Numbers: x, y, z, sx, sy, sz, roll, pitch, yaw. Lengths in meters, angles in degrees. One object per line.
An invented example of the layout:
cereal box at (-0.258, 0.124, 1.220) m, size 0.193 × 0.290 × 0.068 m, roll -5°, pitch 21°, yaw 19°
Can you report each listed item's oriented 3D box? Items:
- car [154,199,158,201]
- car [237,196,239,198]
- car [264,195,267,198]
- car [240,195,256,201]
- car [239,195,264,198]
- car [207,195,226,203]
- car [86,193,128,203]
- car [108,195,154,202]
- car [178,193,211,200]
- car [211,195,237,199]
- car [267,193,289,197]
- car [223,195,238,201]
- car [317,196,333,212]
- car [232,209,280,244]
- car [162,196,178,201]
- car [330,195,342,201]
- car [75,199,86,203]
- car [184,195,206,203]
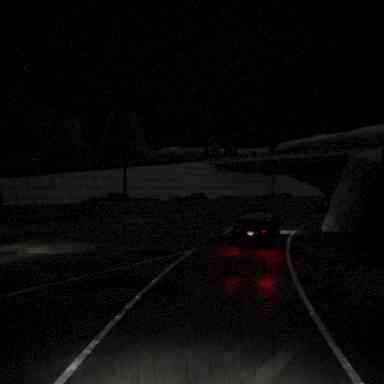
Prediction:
car at (-8.208, 1.513, 58.711) m, size 1.895 × 1.301 × 4.718 m, roll 0°, pitch 0°, yaw 36°
car at (9.358, 1.567, 71.267) m, size 1.895 × 1.301 × 4.718 m, roll 0°, pitch 0°, yaw 35°
car at (18.325, 1.474, 83.886) m, size 1.882 × 1.535 × 5.008 m, roll 0°, pitch 0°, yaw 35°
car at (14.235, 1.457, 84.173) m, size 1.882 × 1.535 × 5.008 m, roll 0°, pitch 0°, yaw 35°
car at (12.414, 1.525, 69.525) m, size 2.033 × 1.411 × 5.357 m, roll 0°, pitch 0°, yaw 35°
car at (5.286, 1.479, 71.579) m, size 1.812 × 1.442 × 4.674 m, roll 0°, pitch 0°, yaw 35°
car at (-10.521, 1.137, 43.448) m, size 2.150 × 2.045 × 5.566 m, roll 0°, pitch 0°, yaw 36°
car at (-7.565, 1.422, 41.566) m, size 2.128 × 1.511 × 4.902 m, roll 0°, pitch 0°, yaw 35°
car at (0.506, 1.169, 58.886) m, size 2.150 × 2.045 × 5.566 m, roll 0°, pitch 0°, yaw 36°
car at (5.677, 1.318, 60.061) m, size 2.097 × 1.767 × 4.553 m, roll 0°, pitch 0°, yaw 36°
car at (21.327, 1.235, 82.067) m, size 2.150 × 2.045 × 5.566 m, roll 0°, pitch 0°, yaw 35°
car at (9.737, 1.556, 83.886) m, size 1.895 × 1.301 × 4.718 m, roll 0°, pitch 0°, yaw 35°
car at (15.785, 1.380, 37.788) m, size 2.097 × 1.767 × 4.553 m, roll 0°, pitch 0°, yaw 35°
car at (3.147, 1.523, 15.942) m, size 1.812 × 1.442 × 4.674 m, roll 0°, pitch 0°, yaw 18°
car at (-3.425, 1.457, 59.398) m, size 1.812 × 1.442 × 4.674 m, roll 0°, pitch 0°, yaw 36°
car at (37.647, 1.588, 86.910) m, size 1.812 × 1.442 × 4.674 m, roll 0°, pitch 0°, yaw 35°
car at (-13.646, 1.429, 45.085) m, size 1.812 × 1.442 × 4.674 m, roll 0°, pitch 0°, yaw 36°
car at (0.659, 1.462, 71.109) m, size 2.128 × 1.511 × 4.902 m, roll 0°, pitch 0°, yaw 35°
